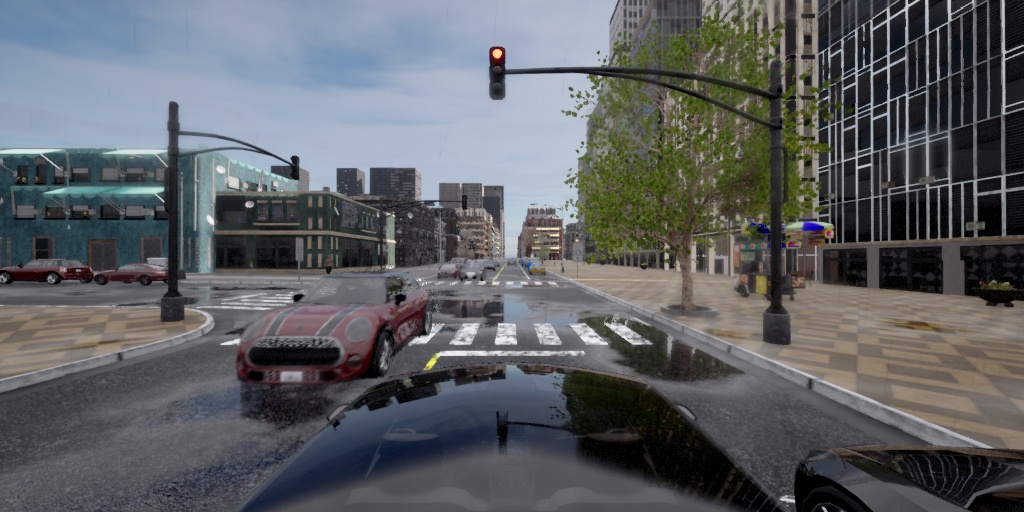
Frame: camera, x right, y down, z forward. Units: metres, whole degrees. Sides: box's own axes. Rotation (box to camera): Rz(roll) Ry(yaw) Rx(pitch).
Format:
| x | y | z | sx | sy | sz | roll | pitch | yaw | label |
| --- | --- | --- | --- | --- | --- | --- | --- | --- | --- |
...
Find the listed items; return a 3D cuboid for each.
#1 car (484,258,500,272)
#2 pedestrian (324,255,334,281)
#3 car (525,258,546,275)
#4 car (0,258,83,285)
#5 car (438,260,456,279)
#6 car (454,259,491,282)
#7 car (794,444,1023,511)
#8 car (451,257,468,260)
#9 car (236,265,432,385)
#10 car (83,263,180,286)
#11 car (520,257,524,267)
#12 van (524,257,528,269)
| x | y | z | sx | sy | sz | roll | pitch | yaw | label |
| --- | --- | --- | --- | --- | --- | --- | --- | --- | --- |
| -3.094 | 1.301 | 47.198 | 2.033 | 1.411 | 5.357 | 0 | 0 | 0 | car |
| -12.751 | 0.788 | 24.984 | 0.375 | 1.860 | 0.375 | 0 | -1 | -1 | pedestrian |
| 2.689 | 1.278 | 38.703 | 1.751 | 1.417 | 4.829 | 0 | 0 | 0 | car |
| -28.370 | 0.879 | 21.814 | 4.097 | 1.591 | 1.967 | 0 | 0 | -1 | car |
| -5.691 | 1.334 | 32.979 | 1.802 | 1.307 | 4.207 | 0 | 0 | 0 | car |
| -3.099 | 1.243 | 29.148 | 2.128 | 1.511 | 4.902 | 0 | 0 | 0 | car |
| 2.691 | 1.316 | 0.504 | 1.948 | 1.339 | 4.313 | 0 | 0 | 0 | car |
| -5.692 | 1.067 | 38.530 | 2.192 | 1.841 | 5.009 | 0 | 0 | 0 | car |
| -3.100 | 1.102 | 7.284 | 2.097 | 1.767 | 4.553 | 0 | 0 | 0 | car |
| -22.822 | 1.090 | 21.892 | 4.207 | 1.307 | 1.802 | 0 | 0 | -1 | car |
| 2.687 | 1.305 | 55.187 | 2.007 | 1.370 | 4.403 | 0 | 0 | 0 | car |
| 2.688 | 1.094 | 44.085 | 1.690 | 1.789 | 3.998 | 0 | 0 | 0 | van |
